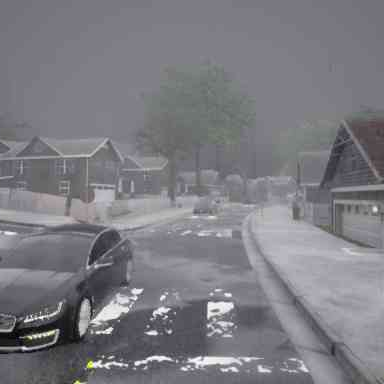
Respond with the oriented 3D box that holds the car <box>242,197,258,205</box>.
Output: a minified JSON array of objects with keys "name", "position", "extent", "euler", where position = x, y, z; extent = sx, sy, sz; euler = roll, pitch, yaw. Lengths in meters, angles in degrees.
[{"name":"car","position":[10.217,1.578,58.146],"extent":[1.994,1.385,4.181],"euler":[0,-1,24]}]

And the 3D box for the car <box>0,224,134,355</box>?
[{"name":"car","position":[-2.453,1.477,6.557],"extent":[1.837,1.490,4.892],"euler":[1,1,3]}]

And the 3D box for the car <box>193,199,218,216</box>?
[{"name":"car","position":[1.389,1.476,32.773],"extent":[1.837,1.490,4.892],"euler":[-1,0,14]}]
